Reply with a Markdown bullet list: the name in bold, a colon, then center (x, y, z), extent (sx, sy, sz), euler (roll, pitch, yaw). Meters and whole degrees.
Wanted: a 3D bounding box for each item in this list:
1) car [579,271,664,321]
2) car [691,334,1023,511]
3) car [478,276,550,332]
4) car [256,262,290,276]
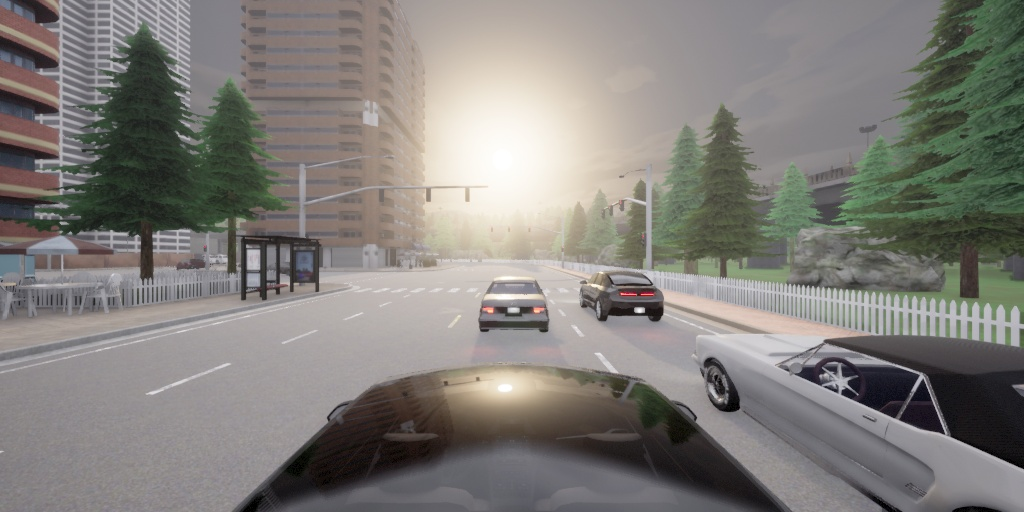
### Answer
- **car**: center (3.568, 1.255, 12.375), extent (1.837, 1.490, 4.892), euler (0, 0, 1)
- **car**: center (3.514, 1.351, 3.113), extent (1.895, 1.301, 4.718), euler (0, 0, 1)
- **car**: center (0.081, 1.297, 10.787), extent (2.033, 1.411, 5.357), euler (0, 0, 1)
- **car**: center (-24.375, 1.331, 37.773), extent (4.674, 1.442, 1.812), euler (0, 0, 0)
